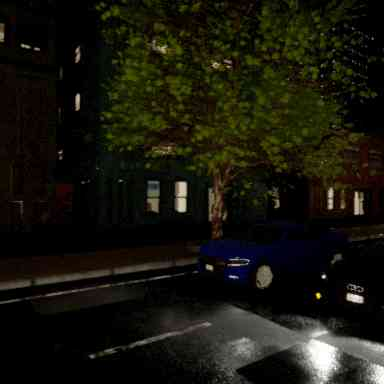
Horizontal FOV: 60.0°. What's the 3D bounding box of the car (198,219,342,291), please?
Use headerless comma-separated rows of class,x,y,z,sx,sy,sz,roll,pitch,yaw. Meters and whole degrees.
car,2.456,1.568,9.433,5.008,1.535,1.882,1,-1,-36

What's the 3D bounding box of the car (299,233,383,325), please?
car,4.400,1.655,6.827,4.181,1.385,1.994,1,-1,-36
